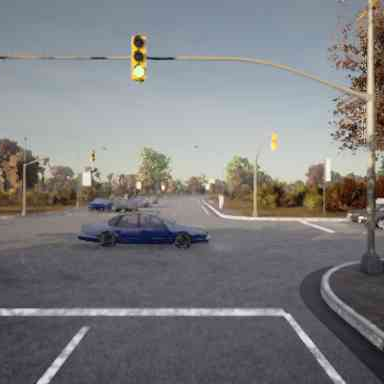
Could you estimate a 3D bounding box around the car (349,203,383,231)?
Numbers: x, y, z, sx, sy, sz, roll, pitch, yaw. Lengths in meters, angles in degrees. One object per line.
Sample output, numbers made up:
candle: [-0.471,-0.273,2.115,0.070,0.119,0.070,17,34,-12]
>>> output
car: [12.689,1.494,20.239,4.902,1.511,2.128,0,0,3]

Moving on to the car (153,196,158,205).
car: [-7.191,1.537,60.412,1.812,1.442,4.674,0,0,0]

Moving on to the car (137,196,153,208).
car: [-7.206,1.361,46.727,2.097,1.767,4.553,0,0,0]

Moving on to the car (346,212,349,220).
car: [13.523,1.532,23.706,4.674,1.442,1.812,0,0,5]

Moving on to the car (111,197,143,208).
car: [-7.190,1.554,37.248,2.033,1.411,5.357,0,0,0]

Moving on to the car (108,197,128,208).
car: [-10.707,1.513,48.628,1.837,1.490,4.892,0,0,0]

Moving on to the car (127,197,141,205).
car: [-10.682,1.612,61.623,1.895,1.301,4.718,0,0,0]

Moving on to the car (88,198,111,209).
car: [-10.691,1.484,39.065,1.882,1.535,5.008,0,0,0]

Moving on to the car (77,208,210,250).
car: [-1.949,1.550,13.927,5.357,1.411,2.033,0,0,3]
